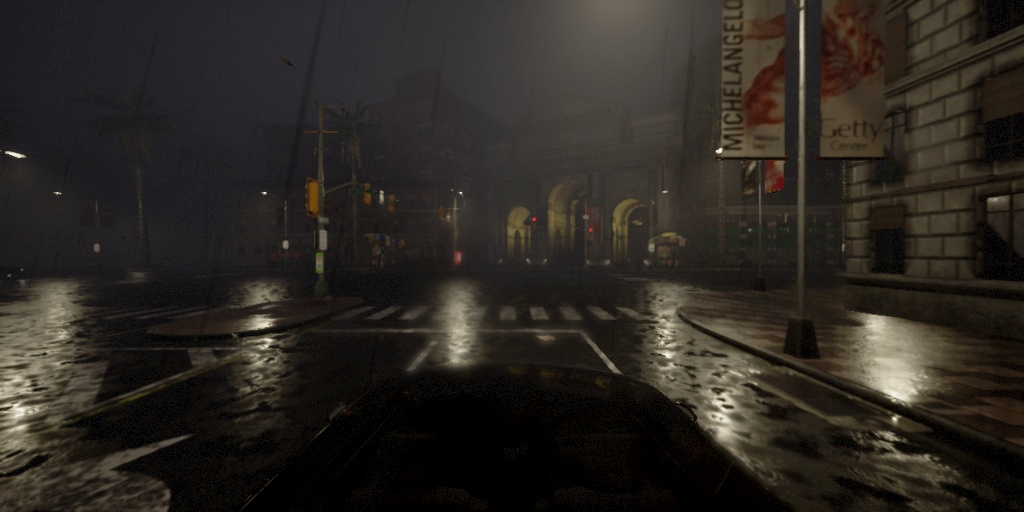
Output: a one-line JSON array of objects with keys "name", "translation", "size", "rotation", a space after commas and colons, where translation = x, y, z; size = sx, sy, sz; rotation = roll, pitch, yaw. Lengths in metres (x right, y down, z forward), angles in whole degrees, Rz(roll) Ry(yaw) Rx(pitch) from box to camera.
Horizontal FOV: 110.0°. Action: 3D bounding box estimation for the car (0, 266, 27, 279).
[{"name": "car", "translation": [-38.874, 1.107, 26.186], "size": [4.718, 1.301, 1.895], "rotation": [0, 1, 0]}]
